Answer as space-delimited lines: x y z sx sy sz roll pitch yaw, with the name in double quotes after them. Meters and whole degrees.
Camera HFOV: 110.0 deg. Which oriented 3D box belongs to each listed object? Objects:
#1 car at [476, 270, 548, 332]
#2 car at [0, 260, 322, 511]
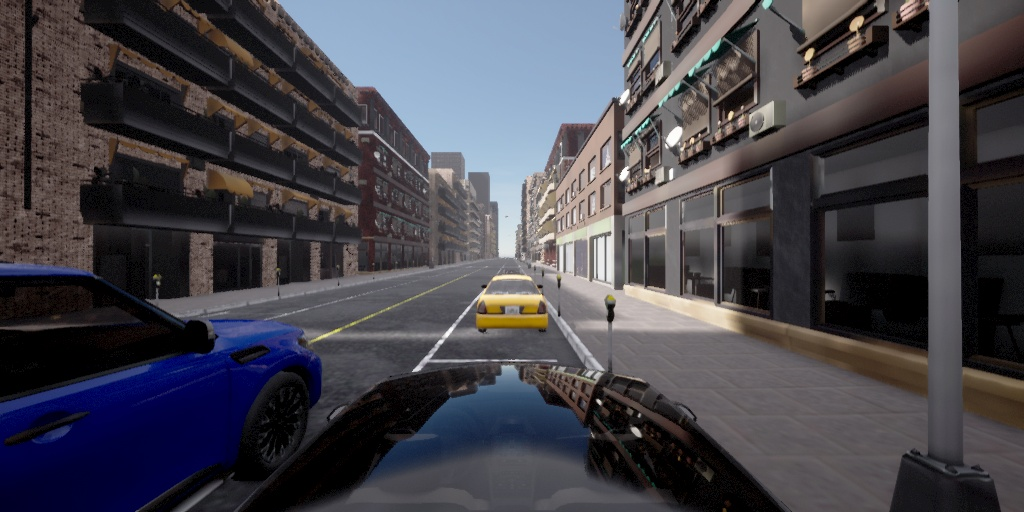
0.005 1.198 10.689 1.801 1.575 5.366 0 0 0 "car"
-3.145 0.980 1.530 2.150 2.045 5.566 0 0 0 "car"
